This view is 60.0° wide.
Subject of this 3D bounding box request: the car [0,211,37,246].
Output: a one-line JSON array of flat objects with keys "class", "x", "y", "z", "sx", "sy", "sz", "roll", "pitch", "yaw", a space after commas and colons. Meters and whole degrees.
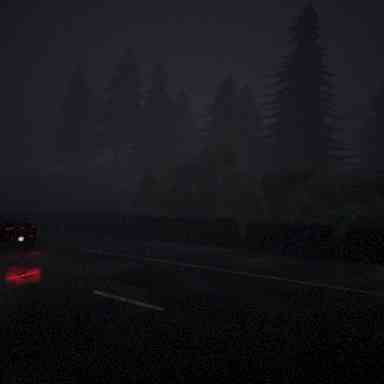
[{"class": "car", "x": -8.723, "y": 1.608, "z": 14.556, "sx": 4.892, "sy": 1.490, "sz": 1.837, "roll": 0, "pitch": 0, "yaw": 36}]
